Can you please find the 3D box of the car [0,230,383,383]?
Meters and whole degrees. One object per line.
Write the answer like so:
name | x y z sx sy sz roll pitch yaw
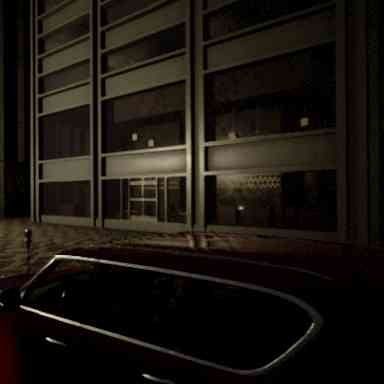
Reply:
car | -0.391 1.330 3.240 5.009 1.841 2.192 0 0 35
